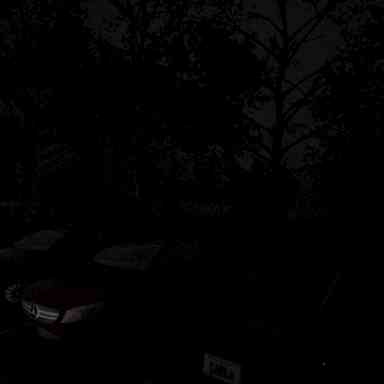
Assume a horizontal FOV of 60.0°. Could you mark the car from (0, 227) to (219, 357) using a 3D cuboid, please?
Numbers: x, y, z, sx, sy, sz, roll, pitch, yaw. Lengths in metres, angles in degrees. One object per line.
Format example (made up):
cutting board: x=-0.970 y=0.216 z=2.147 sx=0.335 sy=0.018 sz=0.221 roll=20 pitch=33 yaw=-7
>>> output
car: x=-0.781 y=1.514 z=6.320 sx=2.002 sy=1.452 sz=4.674 roll=0 pitch=0 yaw=35

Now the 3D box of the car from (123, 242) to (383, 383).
car: x=1.605 y=1.511 z=4.650 sx=2.163 sy=1.488 sz=4.792 roll=0 pitch=0 yaw=36

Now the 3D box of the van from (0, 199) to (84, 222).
van: x=-5.299 y=1.223 z=9.384 sx=1.878 sy=1.987 sz=4.442 roll=0 pitch=1 yaw=35

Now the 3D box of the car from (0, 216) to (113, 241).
car: x=-3.049 y=1.501 z=7.937 sx=2.002 sy=1.452 sz=4.674 roll=0 pitch=0 yaw=35
